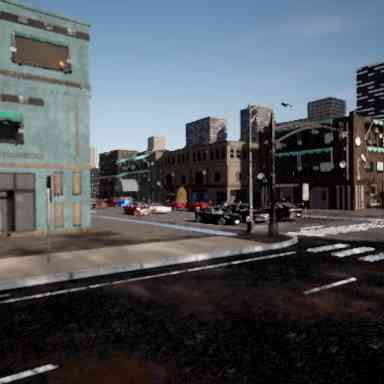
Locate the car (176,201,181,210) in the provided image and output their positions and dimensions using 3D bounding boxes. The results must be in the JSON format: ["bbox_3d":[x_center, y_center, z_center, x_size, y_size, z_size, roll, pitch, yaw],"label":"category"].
[{"bbox_3d":[-2.377,1.913,46.228,1.802,1.307,4.206,-2,0,-35],"label":"car"}]

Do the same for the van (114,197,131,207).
[{"bbox_3d":[-12.013,1.853,59.755,1.690,1.788,3.998,-2,0,-35],"label":"van"}]

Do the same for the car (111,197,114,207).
[{"bbox_3d":[-15.224,1.886,64.264,2.192,1.841,5.009,-2,0,-35],"label":"car"}]

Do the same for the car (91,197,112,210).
[{"bbox_3d":[-15.409,2.063,54.735,1.882,1.535,5.008,-1,0,-35],"label":"car"}]

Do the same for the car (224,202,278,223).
[{"bbox_3d":[4.244,1.684,27.000,1.837,1.490,4.892,-1,0,-34],"label":"car"}]

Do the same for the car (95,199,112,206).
[{"bbox_3d":[-18.428,2.174,68.774,1.887,1.381,4.507,-2,0,-35],"label":"car"}]

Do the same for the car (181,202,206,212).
[{"bbox_3d":[0.832,1.851,41.719,1.802,1.307,4.206,-2,0,-35],"label":"car"}]

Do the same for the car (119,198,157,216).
[{"bbox_3d":[-5.997,1.811,36.857,1.967,1.590,4.097,-2,0,-35],"label":"car"}]

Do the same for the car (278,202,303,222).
[{"bbox_3d":[7.084,1.628,28.433,2.128,1.511,4.902,-1,0,-35],"label":"car"}]

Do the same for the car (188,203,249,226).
[{"bbox_3d":[1.954,1.780,25.482,1.947,1.339,4.313,-2,0,-35],"label":"car"}]

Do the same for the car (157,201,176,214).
[{"bbox_3d":[-4.294,1.948,38.955,1.895,1.301,4.718,-1,0,-35],"label":"car"}]

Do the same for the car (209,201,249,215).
[{"bbox_3d":[4.041,1.757,37.209,2.008,1.369,4.403,-2,0,-35],"label":"car"}]
